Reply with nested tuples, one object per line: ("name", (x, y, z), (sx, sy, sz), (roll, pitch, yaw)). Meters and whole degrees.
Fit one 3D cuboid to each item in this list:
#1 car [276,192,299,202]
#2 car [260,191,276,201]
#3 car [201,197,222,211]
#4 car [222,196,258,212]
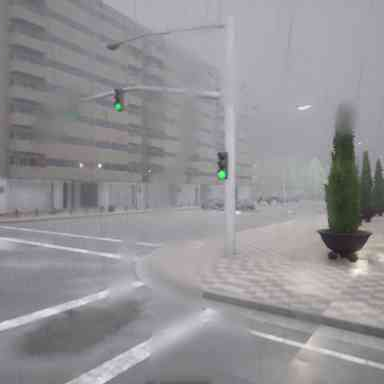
("car", (15.210, 1.105, 51.561), (1.837, 1.490, 4.892), (0, 0, 36))
("car", (12.360, 0.832, 53.593), (2.150, 2.045, 5.566), (0, 0, 36))
("car", (2.951, 1.457, 40.790), (1.837, 1.490, 4.892), (0, 0, 36))
("car", (5.687, 1.515, 38.600), (1.994, 1.385, 4.181), (0, 0, 36))
